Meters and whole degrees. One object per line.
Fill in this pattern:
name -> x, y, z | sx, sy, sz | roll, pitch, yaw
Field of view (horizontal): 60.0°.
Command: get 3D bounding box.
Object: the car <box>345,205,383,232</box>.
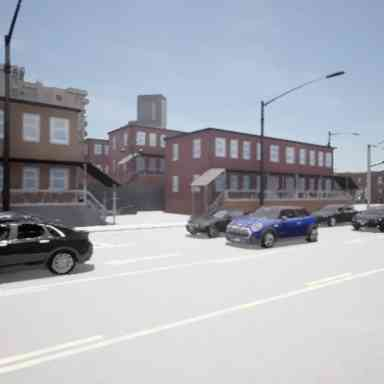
car -> 12.105, 1.652, 21.152 | 4.892, 1.490, 1.837 | 0, 0, -35

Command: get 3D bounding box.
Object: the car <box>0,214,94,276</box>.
car -> -5.142, 1.512, 8.913 | 4.892, 1.490, 1.837 | 1, -1, -36

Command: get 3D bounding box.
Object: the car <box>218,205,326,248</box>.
car -> 3.712, 1.430, 15.214 | 4.553, 1.767, 2.097 | 0, 0, -35

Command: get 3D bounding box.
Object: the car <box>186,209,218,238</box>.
car -> 1.860, 1.605, 18.189 | 4.674, 1.442, 1.812 | 1, 0, -36

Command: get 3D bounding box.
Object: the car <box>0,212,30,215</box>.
car -> -6.957, 1.499, 11.915 | 4.902, 1.511, 2.128 | 1, 0, -35

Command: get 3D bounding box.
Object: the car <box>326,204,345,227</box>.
car -> 10.295, 1.654, 24.156 | 4.892, 1.490, 1.837 | 0, 0, -35
